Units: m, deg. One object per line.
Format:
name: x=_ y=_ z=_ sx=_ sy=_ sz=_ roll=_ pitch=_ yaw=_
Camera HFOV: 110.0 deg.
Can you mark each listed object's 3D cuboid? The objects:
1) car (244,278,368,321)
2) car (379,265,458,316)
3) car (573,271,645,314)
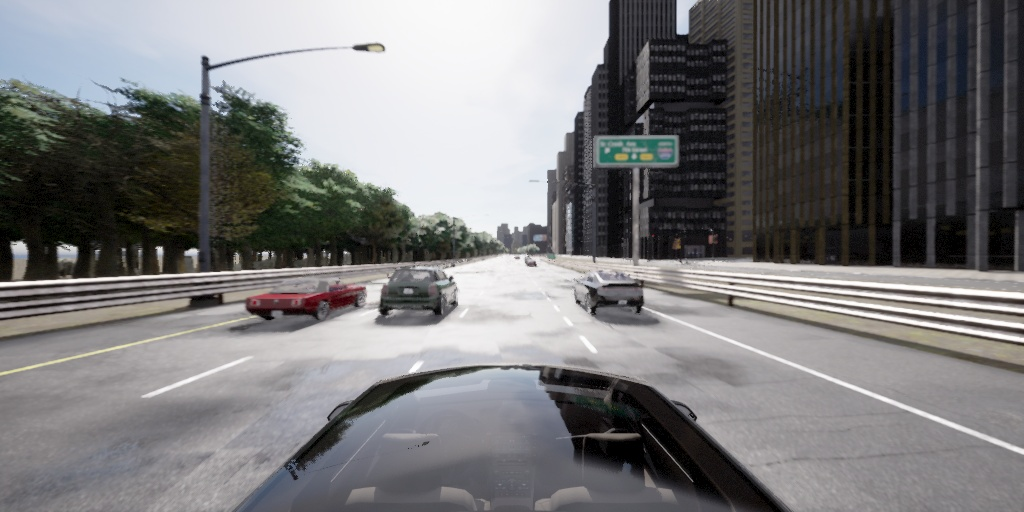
car: x=-6.886 y=1.416 z=12.746 sx=1.895 sy=1.301 sz=4.718 roll=0 pitch=0 yaw=0
car: x=-3.382 y=1.175 z=13.844 sx=2.097 sy=1.767 sz=4.553 roll=0 pitch=0 yaw=0
car: x=3.619 y=1.319 z=14.132 sx=2.128 sy=1.511 sz=4.902 roll=0 pitch=0 yaw=0
